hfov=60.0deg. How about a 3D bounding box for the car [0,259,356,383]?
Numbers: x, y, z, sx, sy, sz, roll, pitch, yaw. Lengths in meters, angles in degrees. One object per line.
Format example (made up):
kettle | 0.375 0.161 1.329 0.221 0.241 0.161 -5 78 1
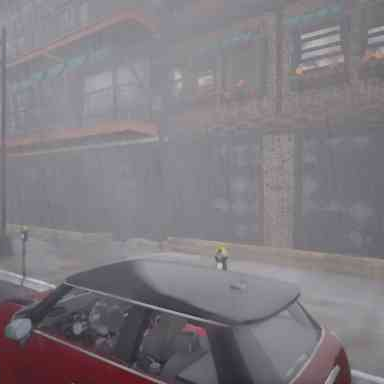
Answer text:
car | -0.667 1.437 3.342 4.097 1.590 1.967 0 0 36
